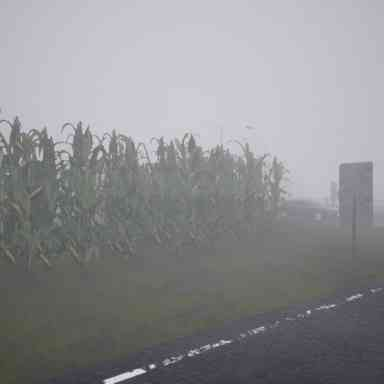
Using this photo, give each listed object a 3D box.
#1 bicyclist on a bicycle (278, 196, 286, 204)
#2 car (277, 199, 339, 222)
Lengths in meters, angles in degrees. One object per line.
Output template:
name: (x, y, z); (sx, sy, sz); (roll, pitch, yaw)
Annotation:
bicyclist on a bicycle: (9.327, 1.246, 34.080); (1.656, 1.620, 0.582); (-1, 1, -36)
car: (8.642, 1.310, 24.814); (1.837, 1.490, 4.892); (1, 0, -36)
